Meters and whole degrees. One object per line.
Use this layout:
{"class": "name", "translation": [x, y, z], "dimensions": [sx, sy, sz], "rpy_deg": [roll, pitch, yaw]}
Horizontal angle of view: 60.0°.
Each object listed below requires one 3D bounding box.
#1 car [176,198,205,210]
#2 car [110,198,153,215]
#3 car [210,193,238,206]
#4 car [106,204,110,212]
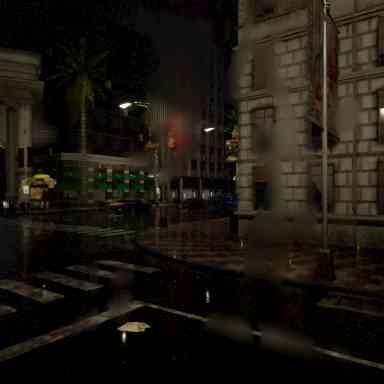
{"class": "car", "translation": [-0.062, 1.526, 42.496], "dimensions": [1.812, 1.442, 4.674], "rpy_deg": [0, 0, 37]}
{"class": "car", "translation": [-5.964, 1.564, 34.465], "dimensions": [1.994, 1.385, 4.181], "rpy_deg": [0, 0, 36]}
{"class": "car", "translation": [5.333, 1.221, 54.351], "dimensions": [5.566, 2.045, 2.150], "rpy_deg": [0, 0, -43]}
{"class": "car", "translation": [-7.561, 1.478, 38.212], "dimensions": [1.882, 1.535, 5.008], "rpy_deg": [0, 1, 37]}
